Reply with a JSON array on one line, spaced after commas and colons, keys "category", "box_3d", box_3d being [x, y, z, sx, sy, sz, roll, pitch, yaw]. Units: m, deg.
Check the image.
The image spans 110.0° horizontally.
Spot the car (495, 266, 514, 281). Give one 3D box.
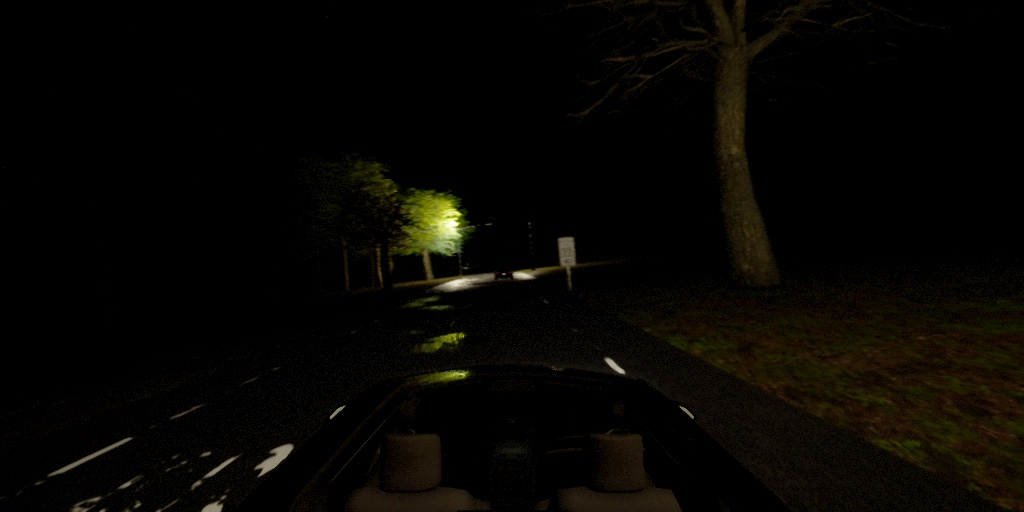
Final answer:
[{"category": "car", "box_3d": [-0.854, 1.859, 38.536, 1.994, 1.385, 4.181, -5, -1, -1]}]
